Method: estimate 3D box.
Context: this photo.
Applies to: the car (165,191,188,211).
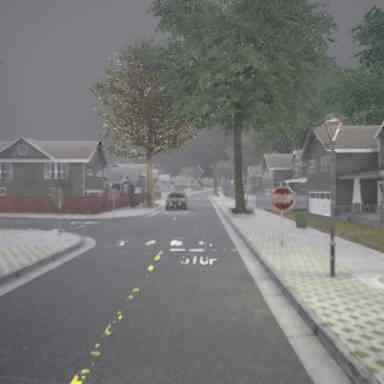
[{"bbox_3d":[-1.608,0.987,36.252,2.150,2.045,5.566,0,2,2],"label":"car"}]
